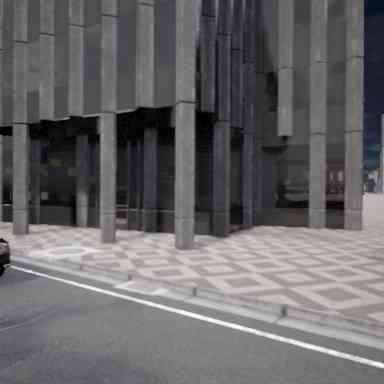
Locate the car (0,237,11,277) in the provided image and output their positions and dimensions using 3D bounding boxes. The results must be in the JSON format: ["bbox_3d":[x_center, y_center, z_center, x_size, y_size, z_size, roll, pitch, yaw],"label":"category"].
[{"bbox_3d":[-6.707,1.480,8.858,4.902,1.511,2.128,0,0,36],"label":"car"}]
